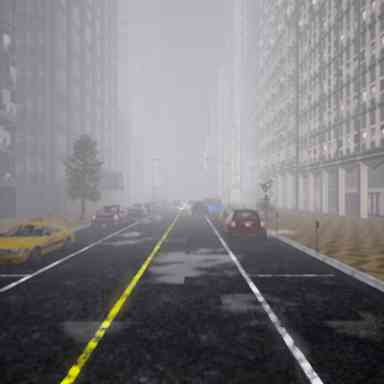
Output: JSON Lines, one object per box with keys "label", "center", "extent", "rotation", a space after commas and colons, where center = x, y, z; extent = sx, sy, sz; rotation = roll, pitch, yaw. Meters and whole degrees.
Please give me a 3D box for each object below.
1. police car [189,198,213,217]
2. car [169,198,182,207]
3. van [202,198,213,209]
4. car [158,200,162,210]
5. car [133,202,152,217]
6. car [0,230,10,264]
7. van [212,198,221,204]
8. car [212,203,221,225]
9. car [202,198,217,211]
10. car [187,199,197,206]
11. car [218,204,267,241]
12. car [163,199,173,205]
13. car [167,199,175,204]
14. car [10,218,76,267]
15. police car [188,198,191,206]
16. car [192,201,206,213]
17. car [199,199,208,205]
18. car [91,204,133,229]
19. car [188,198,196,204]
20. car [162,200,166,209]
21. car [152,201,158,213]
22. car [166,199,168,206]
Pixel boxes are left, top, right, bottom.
{"label": "police car", "center": [0.893, 1.795, 36.013], "extent": [1.930, 1.638, 5.238], "rotation": [0, -1, 0]}
{"label": "car", "center": [-3.026, 2.172, 65.310], "extent": [1.837, 1.490, 4.892], "rotation": [0, -1, 0]}
{"label": "van", "center": [2.671, 1.931, 57.608], "extent": [1.690, 1.788, 3.998], "rotation": [-1, -1, 0]}
{"label": "car", "center": [-5.705, 2.018, 46.238], "extent": [1.887, 1.381, 4.507], "rotation": [-1, -1, 0]}
{"label": "car", "center": [-5.704, 1.908, 34.871], "extent": [2.008, 1.369, 4.403], "rotation": [-1, -1, 0]}
{"label": "car", "center": [-5.700, 1.507, 6.456], "extent": [1.967, 1.590, 4.097], "rotation": [-1, -1, 0]}
{"label": "van", "center": [2.674, 1.757, 40.558], "extent": [1.690, 1.788, 3.998], "rotation": [-1, -1, 0]}
{"label": "car", "center": [2.679, 1.769, 23.676], "extent": [1.752, 1.417, 4.829], "rotation": [-1, -1, 0]}
{"label": "car", "center": [2.672, 1.847, 51.925], "extent": [2.192, 1.841, 5.009], "rotation": [-1, -1, 0]}
{"label": "car", "center": [-0.013, 2.166, 71.911], "extent": [2.033, 1.411, 5.357], "rotation": [0, -1, 0]}
{"label": "car", "center": [2.679, 1.624, 17.824], "extent": [1.967, 1.590, 4.097], "rotation": [-1, -1, 0]}
{"label": "car", "center": [-5.711, 2.372, 80.338], "extent": [2.008, 1.369, 4.403], "rotation": [-1, -1, 0]}
{"label": "car", "center": [-5.713, 2.519, 91.704], "extent": [1.802, 1.307, 4.206], "rotation": [-1, -1, 0]}
{"label": "car", "center": [-5.700, 1.649, 11.968], "extent": [1.752, 1.417, 4.829], "rotation": [-1, -1, 0]}
{"label": "police car", "center": [0.758, 1.958, 52.037], "extent": [1.930, 1.638, 5.238], "rotation": [0, -1, 2]}
{"label": "car", "center": [0.892, 1.996, 45.902], "extent": [1.812, 1.442, 4.674], "rotation": [0, -1, 0]}
{"label": "car", "center": [2.669, 2.373, 80.339], "extent": [2.008, 1.369, 4.403], "rotation": [-1, -1, 0]}
{"label": "car", "center": [-5.703, 1.681, 23.506], "extent": [1.967, 1.590, 4.097], "rotation": [-1, -1, 0]}
{"label": "car", "center": [-0.015, 2.303, 86.911], "extent": [2.128, 1.511, 4.902], "rotation": [0, -1, 0]}
{"label": "car", "center": [-5.707, 2.082, 51.921], "extent": [2.008, 1.369, 4.403], "rotation": [-1, -1, 0]}
{"label": "car", "center": [-5.704, 1.981, 40.554], "extent": [1.947, 1.339, 4.313], "rotation": [-1, -1, 0]}
{"label": "car", "center": [-5.707, 2.172, 57.604], "extent": [1.802, 1.307, 4.206], "rotation": [-1, -1, 0]}
